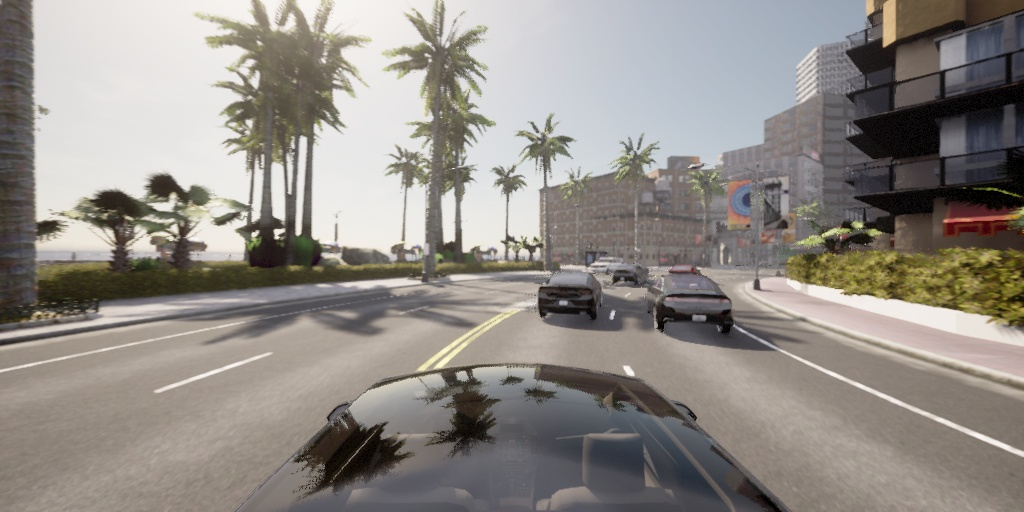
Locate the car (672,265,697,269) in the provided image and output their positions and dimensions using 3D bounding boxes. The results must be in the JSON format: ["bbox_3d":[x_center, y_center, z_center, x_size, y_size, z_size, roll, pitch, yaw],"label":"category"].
[{"bbox_3d":[13.470,1.422,27.942,1.882,1.535,5.008,0,0,34],"label":"car"}]

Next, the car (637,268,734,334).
[{"bbox_3d":[5.249,1.316,11.096,2.128,1.511,4.902,0,0,16],"label":"car"}]

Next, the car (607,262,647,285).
[{"bbox_3d":[9.231,1.409,27.864,1.837,1.490,4.892,0,0,32],"label":"car"}]

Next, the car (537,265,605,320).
[{"bbox_3d":[2.258,1.278,13.195,1.882,1.535,5.008,0,0,17],"label":"car"}]

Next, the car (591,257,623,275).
[{"bbox_3d":[11.275,1.180,42.333,2.150,2.045,5.566,0,0,43],"label":"car"}]
